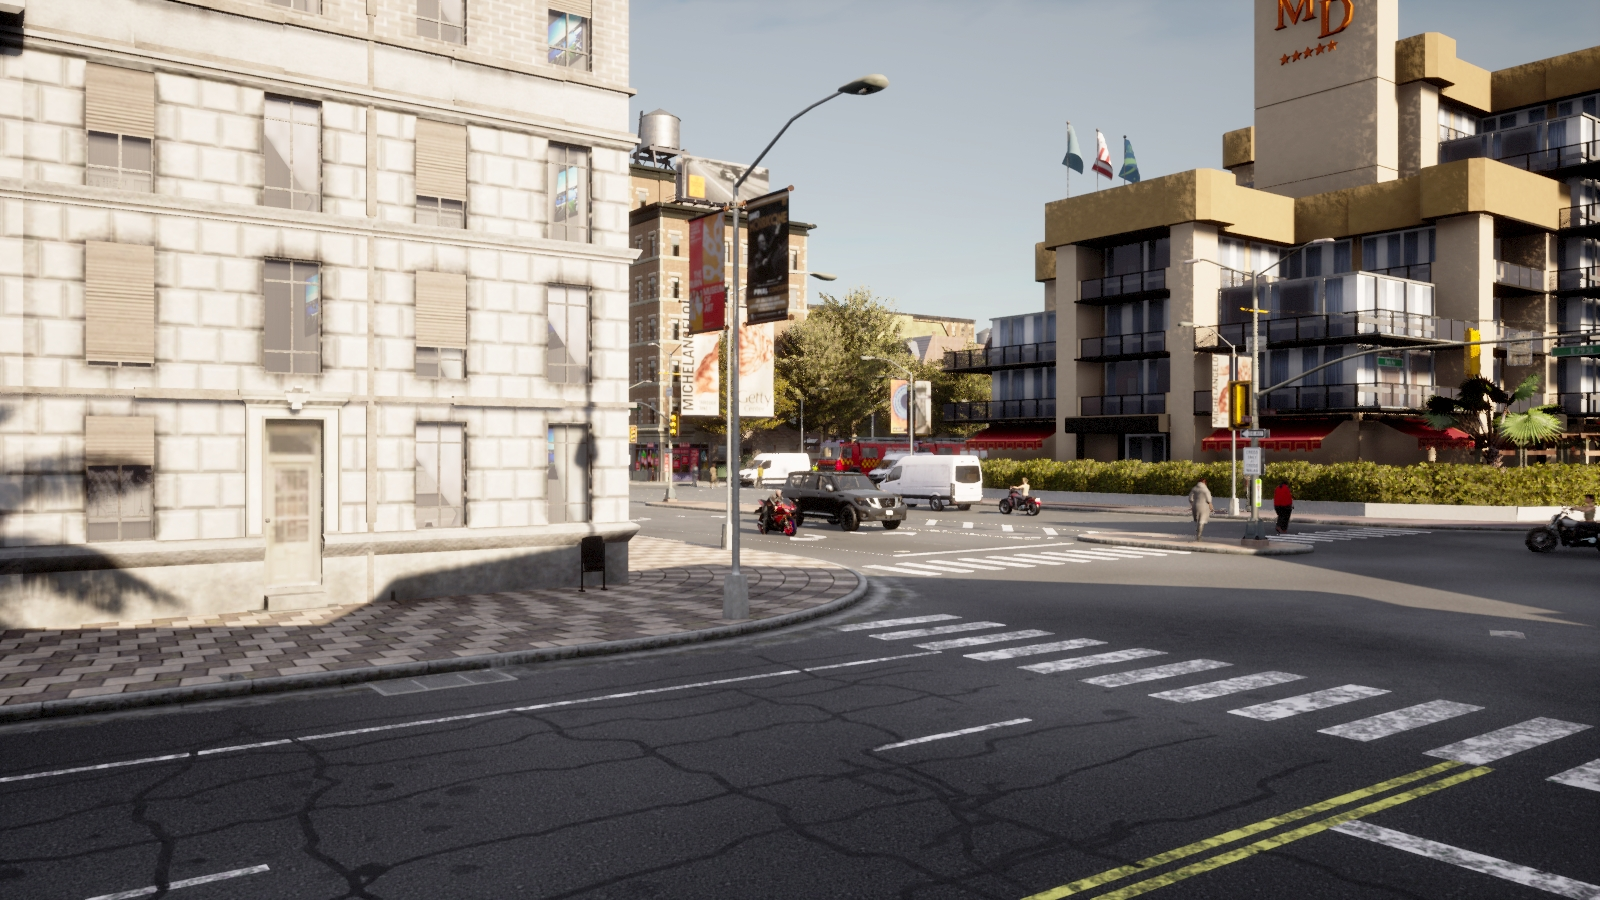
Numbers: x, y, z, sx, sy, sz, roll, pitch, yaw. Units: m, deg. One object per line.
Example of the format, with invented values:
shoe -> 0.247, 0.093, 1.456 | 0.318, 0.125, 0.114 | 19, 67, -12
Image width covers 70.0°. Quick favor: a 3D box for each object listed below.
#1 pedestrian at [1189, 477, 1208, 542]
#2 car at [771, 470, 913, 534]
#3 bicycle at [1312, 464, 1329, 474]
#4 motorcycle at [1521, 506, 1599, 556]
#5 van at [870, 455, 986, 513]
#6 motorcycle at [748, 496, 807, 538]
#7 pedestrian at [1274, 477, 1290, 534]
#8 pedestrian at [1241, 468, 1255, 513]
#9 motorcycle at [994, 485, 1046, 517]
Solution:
pedestrian -> 11.478, 1.704, 32.902 | 0.375, 1.860, 0.375 | 0, 0, -42
car -> 1.410, 1.779, 41.176 | 2.150, 2.045, 5.566 | 0, 0, -35
bicycle -> 61.026, 2.210, 133.896 | 1.835, 1.171, 0.329 | 0, -2, 21
motorcycle -> 20.914, 2.170, 30.811 | 2.356, 1.277, 0.764 | 0, 0, 14
van -> 5.947, 1.534, 54.072 | 1.988, 2.561, 5.915 | 0, 0, -36
motorcycle -> -0.756, 2.205, 37.717 | 0.867, 1.251, 2.209 | 0, 0, -36
pedestrian -> 16.058, 1.848, 38.061 | 0.375, 1.860, 0.375 | 0, 0, -36
pedestrian -> 18.837, 1.696, 48.058 | 0.375, 1.860, 0.375 | 0, 0, -30
motorcycle -> 9.406, 2.170, 48.968 | 0.764, 1.277, 2.356 | 0, 0, -34
